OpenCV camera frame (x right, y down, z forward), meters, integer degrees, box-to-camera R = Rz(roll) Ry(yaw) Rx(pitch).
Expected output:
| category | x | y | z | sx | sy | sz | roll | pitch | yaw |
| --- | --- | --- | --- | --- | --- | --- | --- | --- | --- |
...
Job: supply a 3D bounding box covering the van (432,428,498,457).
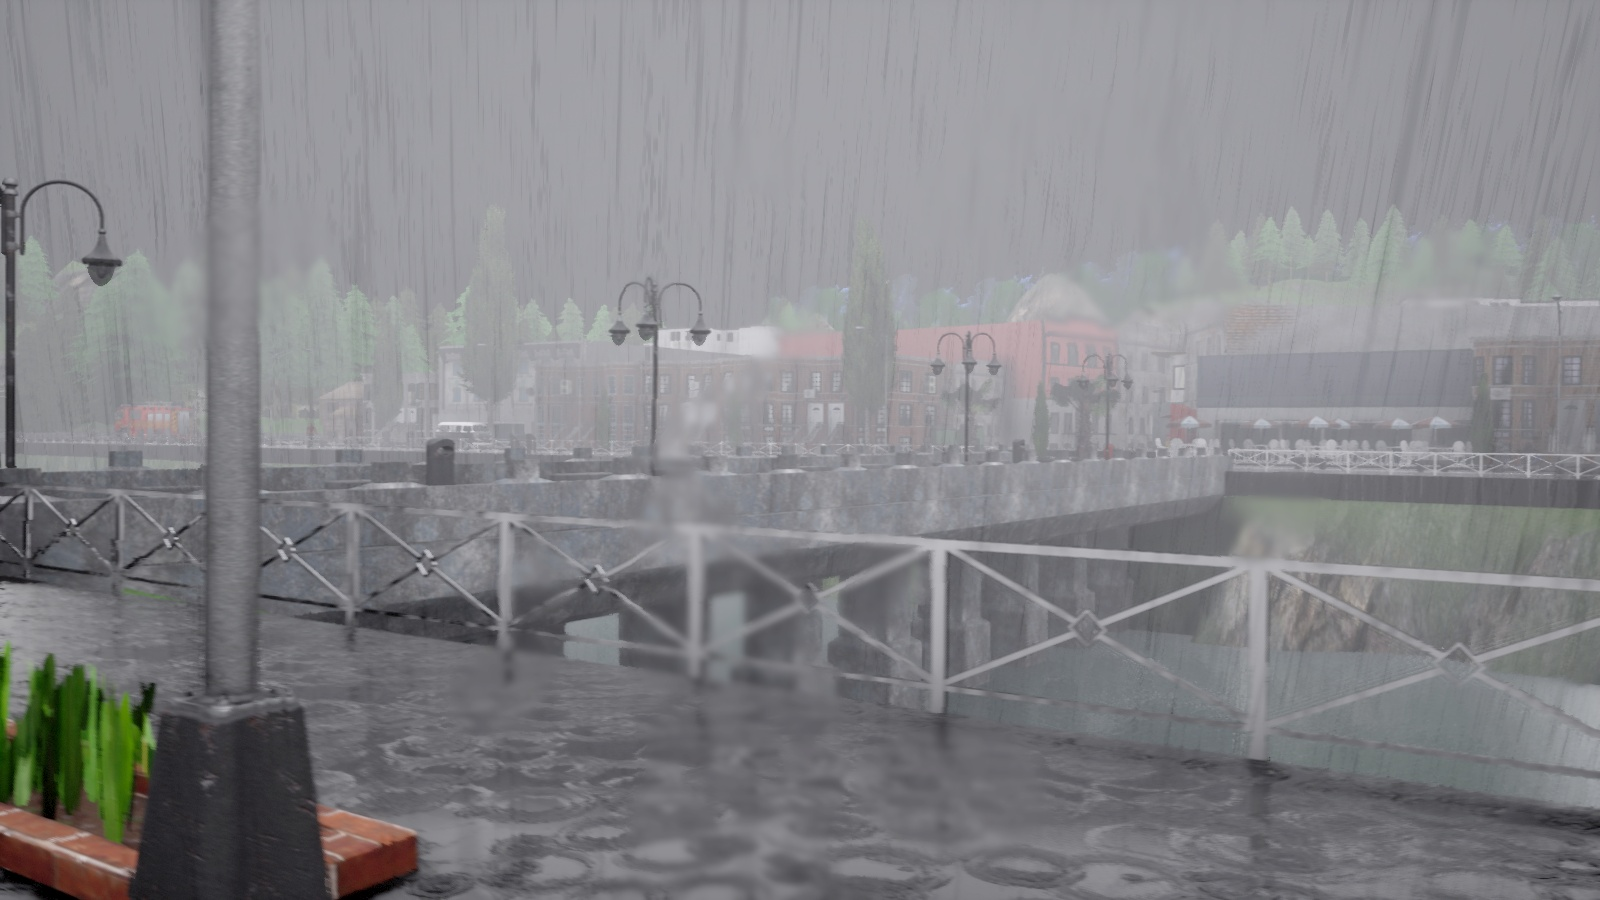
| category | x | y | z | sx | sy | sz | roll | pitch | yaw |
| --- | --- | --- | --- | --- | --- | --- | --- | --- | --- |
| van | -23.831 | -0.548 | 89.276 | 4.480 | 2.038 | 2.069 | 0 | 1 | 34 |
